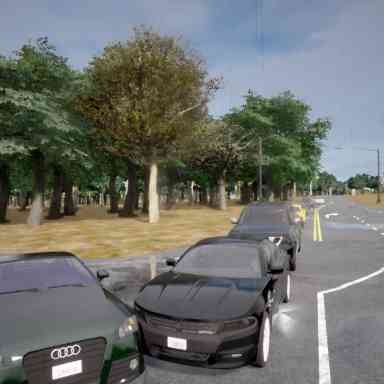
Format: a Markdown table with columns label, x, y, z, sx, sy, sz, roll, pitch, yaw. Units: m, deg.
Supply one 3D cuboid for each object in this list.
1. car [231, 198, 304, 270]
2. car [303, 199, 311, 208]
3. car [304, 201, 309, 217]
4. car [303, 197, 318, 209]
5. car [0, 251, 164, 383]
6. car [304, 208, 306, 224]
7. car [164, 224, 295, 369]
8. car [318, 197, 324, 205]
| label | x | y | z | sx | sy | sz | roll | pitch | yaw |
| --- | --- | --- | --- | --- | --- | --- | --- | --- | --- |
| car | 2.835 | 1.460 | 12.438 | 2.150 | 2.045 | 5.566 | -2 | 0 | 20 |
| car | 11.084 | 1.736 | 34.525 | 1.812 | 1.442 | 4.674 | -1 | 0 | 21 |
| car | 7.192 | 1.664 | 24.104 | 1.882 | 1.535 | 5.008 | -1 | 0 | 20 |
| car | 17.247 | 1.584 | 49.933 | 2.097 | 1.767 | 4.553 | -1 | 0 | 25 |
| car | -2.320 | 1.643 | 4.992 | 1.994 | 1.385 | 4.181 | 2 | -2 | -33 |
| car | 5.053 | 1.775 | 18.346 | 1.895 | 1.301 | 4.718 | -1 | 0 | 21 |
| car | 0.724 | 1.613 | 6.295 | 1.882 | 1.535 | 5.008 | -1 | -2 | 21 |
| car | 24.486 | 1.721 | 64.450 | 1.812 | 1.442 | 4.674 | -1 | 0 | 28 |
